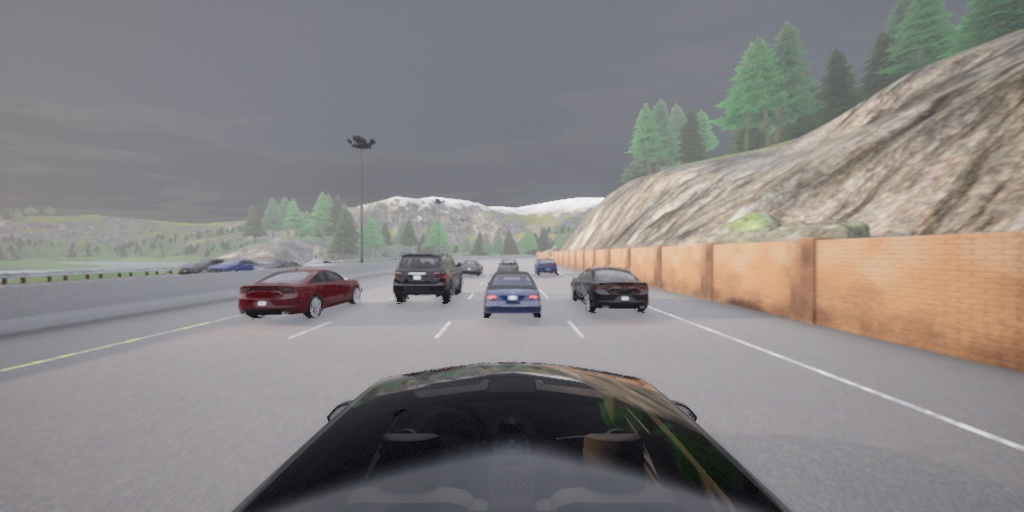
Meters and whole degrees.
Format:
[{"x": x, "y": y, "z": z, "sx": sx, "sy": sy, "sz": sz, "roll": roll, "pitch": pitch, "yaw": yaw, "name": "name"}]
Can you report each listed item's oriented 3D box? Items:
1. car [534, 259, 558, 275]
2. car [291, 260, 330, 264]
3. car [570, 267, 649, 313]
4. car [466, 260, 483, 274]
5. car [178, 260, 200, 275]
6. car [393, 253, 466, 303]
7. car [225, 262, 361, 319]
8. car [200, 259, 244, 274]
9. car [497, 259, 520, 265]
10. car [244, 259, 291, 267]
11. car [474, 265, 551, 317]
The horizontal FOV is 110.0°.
[{"x": 3.186, "y": 0.993, "z": 34.375, "sx": 1.882, "sy": 1.535, "sz": 5.008, "roll": 0, "pitch": 0, "yaw": -1, "name": "car"}, {"x": -17.994, "y": 1.064, "z": 33.252, "sx": 1.812, "sy": 1.442, "sz": 4.674, "roll": 0, "pitch": 0, "yaw": -1, "name": "car"}, {"x": 3.473, "y": 1.141, "z": 13.576, "sx": 1.882, "sy": 1.535, "sz": 5.008, "roll": 0, "pitch": 0, "yaw": -1, "name": "car"}, {"x": -3.804, "y": 1.090, "z": 33.578, "sx": 1.994, "sy": 1.385, "sz": 4.181, "roll": 0, "pitch": 0, "yaw": -1, "name": "car"}, {"x": -28.496, "y": 1.050, "z": 33.617, "sx": 1.837, "sy": 1.490, "sz": 4.892, "roll": 0, "pitch": 0, "yaw": -1, "name": "car"}, {"x": -3.558, "y": 0.873, "z": 16.007, "sx": 2.150, "sy": 2.045, "sz": 5.566, "roll": 0, "pitch": 1, "yaw": -1, "name": "car"}, {"x": -7.015, "y": 1.156, "z": 12.491, "sx": 1.882, "sy": 1.535, "sz": 5.008, "roll": 0, "pitch": 0, "yaw": -1, "name": "car"}, {"x": -24.983, "y": 1.027, "z": 32.501, "sx": 1.882, "sy": 1.535, "sz": 5.008, "roll": 0, "pitch": 0, "yaw": -1, "name": "car"}, {"x": -0.291, "y": 1.021, "z": 32.798, "sx": 2.128, "sy": 1.511, "sz": 4.902, "roll": 0, "pitch": 0, "yaw": -1, "name": "car"}, {"x": -21.488, "y": 1.036, "z": 32.839, "sx": 2.128, "sy": 1.511, "sz": 4.902, "roll": 0, "pitch": 0, "yaw": -1, "name": "car"}, {"x": -0.011, "y": 1.219, "z": 12.689, "sx": 2.033, "sy": 1.411, "sz": 5.357, "roll": 0, "pitch": 0, "yaw": -1, "name": "car"}]
